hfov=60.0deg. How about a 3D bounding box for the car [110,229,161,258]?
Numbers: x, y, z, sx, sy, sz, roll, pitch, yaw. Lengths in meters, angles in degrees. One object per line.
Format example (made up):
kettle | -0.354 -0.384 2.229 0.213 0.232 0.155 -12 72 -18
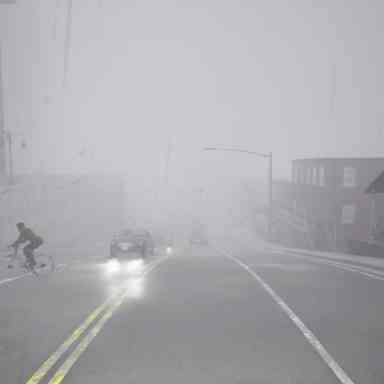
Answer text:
car | -3.291 2.883 19.009 2.128 1.511 4.902 0 -8 1

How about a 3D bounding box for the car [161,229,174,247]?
car | -3.027 4.607 33.640 2.097 1.767 4.553 0 -5 1

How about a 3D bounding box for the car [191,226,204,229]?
car | 0.864 5.363 45.429 2.033 1.411 5.357 0 0 1

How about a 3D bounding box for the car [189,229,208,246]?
car | 0.699 4.990 35.500 1.994 1.385 4.181 0 -5 1

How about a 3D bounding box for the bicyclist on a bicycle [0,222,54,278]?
bicyclist on a bicycle | -4.860 1.710 9.754 1.656 1.620 0.582 -2 -4 3
